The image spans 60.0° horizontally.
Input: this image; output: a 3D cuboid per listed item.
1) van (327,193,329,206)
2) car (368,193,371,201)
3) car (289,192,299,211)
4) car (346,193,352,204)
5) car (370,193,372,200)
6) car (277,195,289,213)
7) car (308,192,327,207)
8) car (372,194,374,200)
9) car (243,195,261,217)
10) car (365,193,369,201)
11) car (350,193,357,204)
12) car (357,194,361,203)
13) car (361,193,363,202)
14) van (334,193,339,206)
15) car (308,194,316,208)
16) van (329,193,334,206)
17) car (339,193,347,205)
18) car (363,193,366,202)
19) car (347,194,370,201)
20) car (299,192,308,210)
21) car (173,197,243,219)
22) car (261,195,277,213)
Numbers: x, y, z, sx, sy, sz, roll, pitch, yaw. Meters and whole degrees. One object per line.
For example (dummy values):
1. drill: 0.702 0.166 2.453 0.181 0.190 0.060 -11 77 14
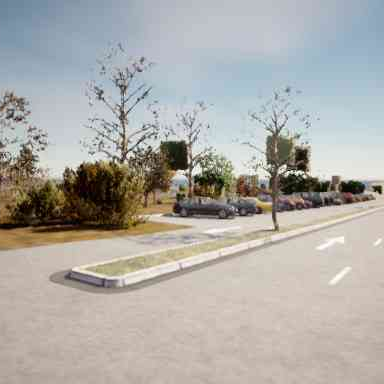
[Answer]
1. van: 15.906 1.073 45.550 4.442 1.987 1.878 1 0 16
2. car: 37.954 1.523 77.225 4.792 1.488 2.163 1 0 14
3. car: 8.848 1.108 35.898 4.553 1.767 2.185 1 0 16
4. car: 24.450 1.405 57.699 4.792 1.488 2.163 1 0 15
5. car: 39.555 1.506 79.697 5.008 1.535 2.097 1 0 13
6. car: 6.932 1.246 33.125 4.792 1.488 2.163 1 0 16
7. car: 14.036 1.030 43.160 5.566 2.045 2.435 1 0 15
8. car: 42.578 1.526 84.716 5.366 1.575 1.946 1 0 13
9. car: 2.964 1.182 27.603 4.892 1.521 2.231 1 0 16
10. car: 36.245 1.509 74.766 4.792 1.488 2.163 1 0 14
11. car: 26.120 1.139 60.131 5.566 2.045 2.435 1 0 15
12. car: 28.041 1.405 62.510 5.366 1.575 1.946 1 0 15
13. car: 31.296 1.311 67.409 4.553 1.767 2.185 1 0 15
14. van: 19.358 1.104 50.402 4.442 1.987 1.878 1 0 15
15. car: 12.332 1.306 40.736 4.674 1.452 2.002 1 0 16
16. van: 17.631 1.088 47.976 4.442 1.987 1.878 1 0 16
17. car: 21.150 1.343 52.806 5.366 1.575 1.946 1 0 15
18. car: 32.957 1.451 69.854 5.008 1.535 2.097 1 0 15
19. car: 41.134 1.393 82.196 4.553 1.767 2.185 1 0 13
20. car: 10.636 1.125 38.296 4.553 1.767 2.185 1 0 16
21. car: 0.980 1.163 24.848 4.892 1.521 2.231 1 0 16
22. car: 4.752 1.193 30.411 5.366 1.575 1.946 1 0 16
